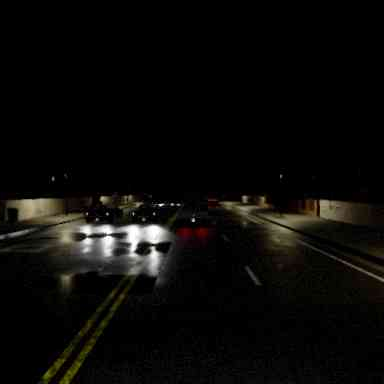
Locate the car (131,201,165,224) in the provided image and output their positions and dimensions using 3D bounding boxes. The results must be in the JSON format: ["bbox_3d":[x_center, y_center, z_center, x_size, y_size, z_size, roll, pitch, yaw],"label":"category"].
[{"bbox_3d":[-3.352,1.608,25.330,1.895,1.301,4.718,0,0,0],"label":"car"}]

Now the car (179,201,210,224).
[{"bbox_3d":[0.095,1.608,24.546,1.895,1.301,4.718,0,0,0],"label":"car"}]

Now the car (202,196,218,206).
[{"bbox_3d":[3.340,1.554,56.197,2.128,1.511,4.902,0,0,0],"label":"car"}]

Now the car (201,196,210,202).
[{"bbox_3d":[3.235,1.646,80.144,1.812,1.442,4.674,0,0,0],"label":"car"}]

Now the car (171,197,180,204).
[{"bbox_3d":[-3.264,1.634,66.977,2.033,1.411,5.357,0,0,0],"label":"car"}]

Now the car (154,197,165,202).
[{"bbox_3d":[-6.516,1.651,66.904,1.994,1.385,4.181,0,0,0],"label":"car"}]

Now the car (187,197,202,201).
[{"bbox_3d":[0.091,1.645,48.191,1.895,1.301,4.718,0,0,0],"label":"car"}]

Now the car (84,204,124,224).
[{"bbox_3d":[-6.602,1.608,25.330,1.895,1.301,4.718,0,0,0],"label":"car"}]
